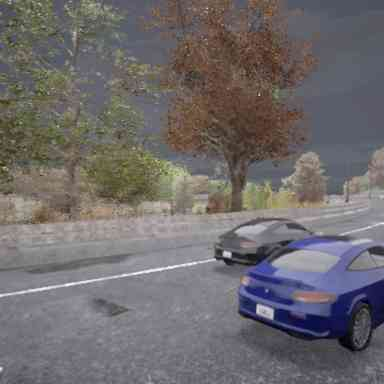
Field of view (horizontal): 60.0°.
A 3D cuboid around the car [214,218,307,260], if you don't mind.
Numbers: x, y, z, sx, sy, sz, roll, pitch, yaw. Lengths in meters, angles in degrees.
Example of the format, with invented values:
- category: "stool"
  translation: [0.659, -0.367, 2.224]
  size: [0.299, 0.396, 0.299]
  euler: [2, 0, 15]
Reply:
- category: "car"
  translation: [2.728, 1.550, 10.628]
  size: [4.674, 1.442, 1.812]
  euler: [0, 0, -40]

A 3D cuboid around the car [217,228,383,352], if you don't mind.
- category: "car"
  translation: [2.832, 1.537, 6.180]
  size: [4.674, 1.442, 1.812]
  euler: [0, 0, -39]
